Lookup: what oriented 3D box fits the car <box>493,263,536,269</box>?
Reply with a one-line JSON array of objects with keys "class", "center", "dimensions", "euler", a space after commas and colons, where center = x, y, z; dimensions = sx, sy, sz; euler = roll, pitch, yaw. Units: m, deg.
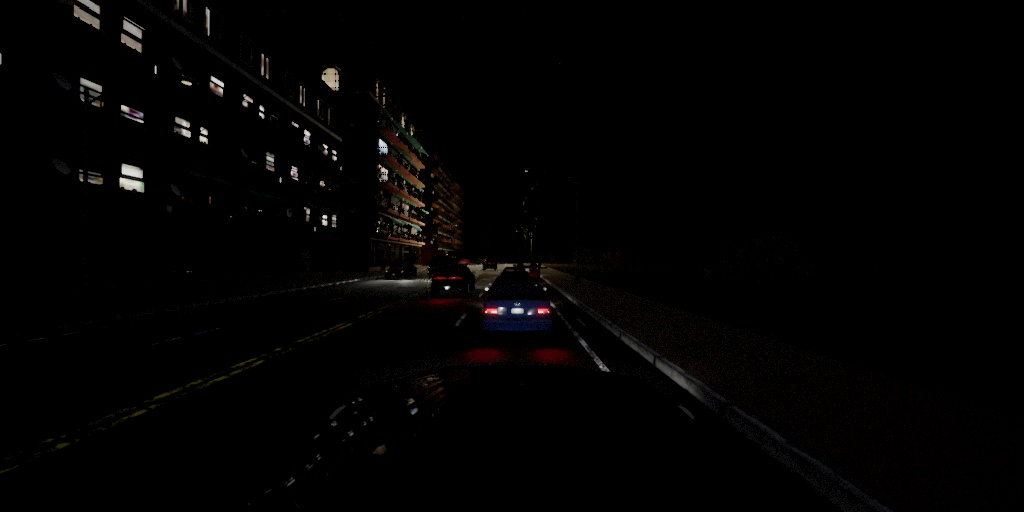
[{"class": "car", "center": [0.134, 1.317, 21.015], "dimensions": [1.994, 1.385, 4.181], "euler": [0, 0, 1]}]

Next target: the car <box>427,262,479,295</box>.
[{"class": "car", "center": [-3.115, 1.257, 19.653], "dimensions": [1.837, 1.490, 4.892], "euler": [0, 0, 0]}]

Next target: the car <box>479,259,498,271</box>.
[{"class": "car", "center": [-3.046, 1.240, 50.601], "dimensions": [2.128, 1.511, 4.902], "euler": [0, 0, 0]}]

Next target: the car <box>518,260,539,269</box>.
[{"class": "car", "center": [1.195, 1.104, 29.949], "dimensions": [2.097, 1.767, 4.553], "euler": [0, 0, 0]}]

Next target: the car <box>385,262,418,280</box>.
[{"class": "car", "center": [-9.801, 1.279, 32.063], "dimensions": [1.812, 1.442, 4.674], "euler": [0, 0, 0]}]

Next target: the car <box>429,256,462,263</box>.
[{"class": "car", "center": [-6.535, 0.975, 34.439], "dimensions": [2.150, 2.045, 5.566], "euler": [0, 0, 0]}]

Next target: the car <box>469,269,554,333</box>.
[{"class": "car", "center": [0.121, 1.299, 10.682], "dimensions": [2.033, 1.411, 5.357], "euler": [0, 0, 0]}]
